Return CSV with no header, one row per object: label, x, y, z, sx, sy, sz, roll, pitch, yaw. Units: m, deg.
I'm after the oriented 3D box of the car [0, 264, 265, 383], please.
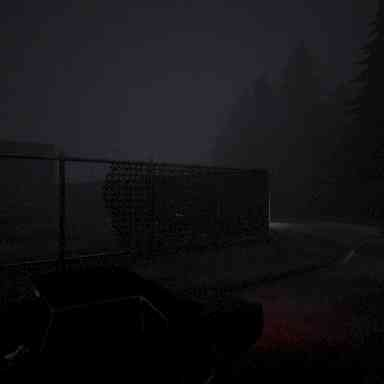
car,-1.499,1.601,3.539,4.718,1.301,1.895,0,0,-36
